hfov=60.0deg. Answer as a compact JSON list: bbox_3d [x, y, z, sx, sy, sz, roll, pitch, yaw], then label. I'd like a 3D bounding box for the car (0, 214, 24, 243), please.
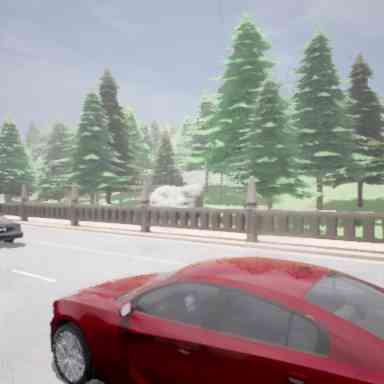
[{"bbox_3d":[-9.902,1.629,15.354,5.357,1.411,2.033,0,0,36],"label":"car"}]

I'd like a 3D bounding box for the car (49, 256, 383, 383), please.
[{"bbox_3d":[0.412,1.486,3.697,5.008,1.535,1.882,0,0,36],"label":"car"}]
